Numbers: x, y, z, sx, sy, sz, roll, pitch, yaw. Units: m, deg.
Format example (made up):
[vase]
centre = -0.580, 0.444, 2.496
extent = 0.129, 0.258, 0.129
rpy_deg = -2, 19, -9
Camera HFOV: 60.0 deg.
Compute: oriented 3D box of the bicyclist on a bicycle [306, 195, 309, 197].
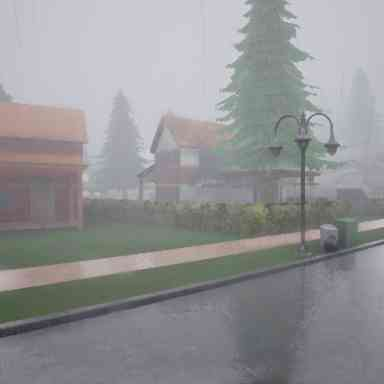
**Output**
[bicyclist on a bicycle]
centre = 17.367, 1.270, 49.893
extent = 1.656, 1.620, 0.582
rpy_deg = -2, 1, -41
